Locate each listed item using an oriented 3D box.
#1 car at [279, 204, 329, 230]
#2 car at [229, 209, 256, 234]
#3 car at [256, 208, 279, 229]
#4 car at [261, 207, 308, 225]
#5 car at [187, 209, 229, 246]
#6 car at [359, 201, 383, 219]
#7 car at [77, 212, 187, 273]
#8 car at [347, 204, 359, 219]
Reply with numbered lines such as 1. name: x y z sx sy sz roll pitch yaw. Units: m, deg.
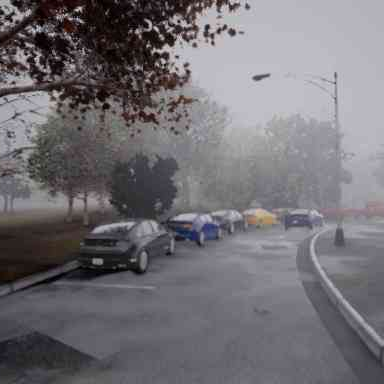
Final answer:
1. car: 8.361 1.929 24.567 1.882 1.535 5.008 -2 -3 34
2. car: 2.284 1.896 21.988 2.231 1.521 4.892 -2 -2 26
3. car: 5.224 2.080 26.745 2.097 1.535 5.008 -2 -3 35
4. car: 8.802 2.234 31.231 2.231 1.521 4.892 -3 -4 43
5. car: 0.080 1.738 16.757 2.097 1.535 5.008 -1 -3 20
6. car: 21.514 1.992 37.133 5.566 2.045 2.150 1 -4 -33
7. car: -1.959 1.613 11.263 2.231 1.521 4.892 -1 -1 14
8. car: 22.463 2.503 41.968 5.008 1.535 2.097 0 -3 -30
